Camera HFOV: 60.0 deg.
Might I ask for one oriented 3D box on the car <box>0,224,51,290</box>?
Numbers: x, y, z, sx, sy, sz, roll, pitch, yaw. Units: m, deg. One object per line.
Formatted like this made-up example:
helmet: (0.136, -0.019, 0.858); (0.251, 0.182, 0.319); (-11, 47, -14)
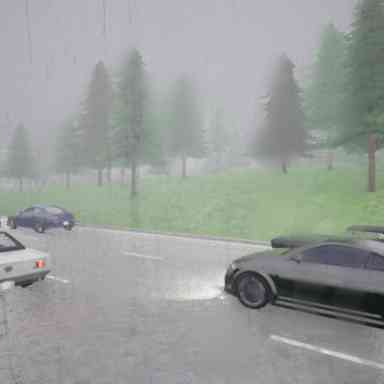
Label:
car: (-5.471, 1.553, 7.882); (4.718, 1.301, 1.895); (0, 0, 35)

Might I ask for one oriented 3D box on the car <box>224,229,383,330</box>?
car: (2.712, 1.556, 6.354); (4.181, 1.385, 1.994); (0, 0, 35)

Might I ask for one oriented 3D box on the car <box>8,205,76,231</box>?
car: (-8.398, 1.432, 18.555); (4.674, 1.442, 1.812); (0, 0, 35)

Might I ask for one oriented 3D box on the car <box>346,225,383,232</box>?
car: (4.585, 1.592, 9.318); (4.718, 1.301, 1.895); (0, 0, 35)

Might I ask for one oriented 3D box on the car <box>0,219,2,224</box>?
car: (-11.439, 1.500, 16.423); (4.718, 1.301, 1.895); (0, 0, 35)
